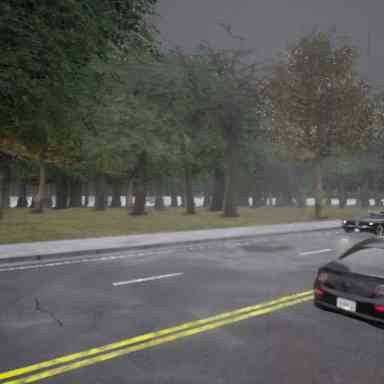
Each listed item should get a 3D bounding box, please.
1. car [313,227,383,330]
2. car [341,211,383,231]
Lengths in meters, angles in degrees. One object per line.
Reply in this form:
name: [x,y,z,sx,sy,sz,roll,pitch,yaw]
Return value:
car: [4.259,1.584,6.480,4.674,1.442,1.812,0,0,-35]
car: [10.743,1.770,19.329,4.718,1.301,1.895,1,0,-35]
